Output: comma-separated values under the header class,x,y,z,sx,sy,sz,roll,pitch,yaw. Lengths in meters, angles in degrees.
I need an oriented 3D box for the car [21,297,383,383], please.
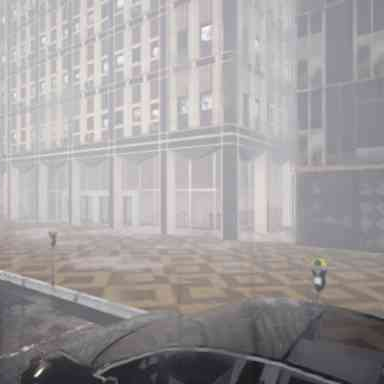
class,x,y,z,sx,sy,sz,roll,pitch,yaw
car,0.464,1.565,2.547,4.313,1.339,1.947,0,0,35
